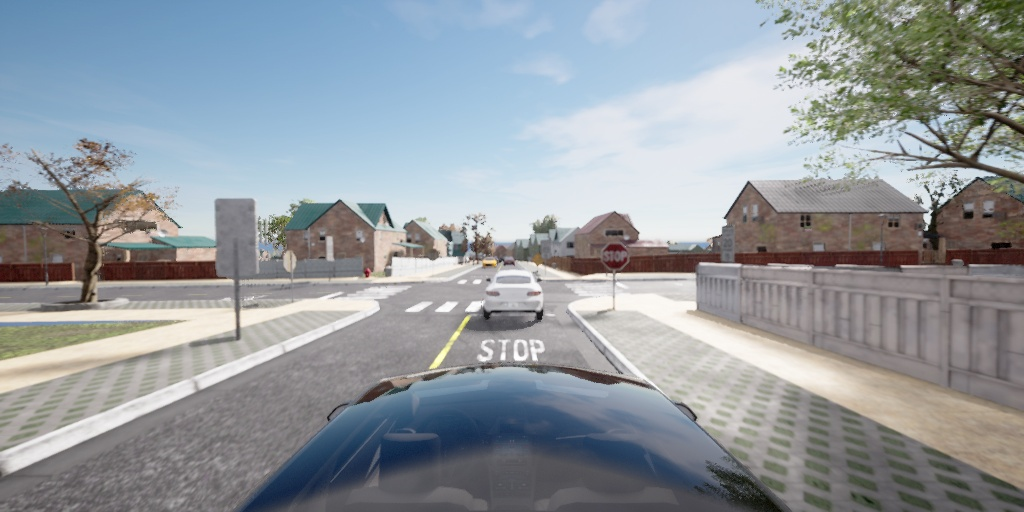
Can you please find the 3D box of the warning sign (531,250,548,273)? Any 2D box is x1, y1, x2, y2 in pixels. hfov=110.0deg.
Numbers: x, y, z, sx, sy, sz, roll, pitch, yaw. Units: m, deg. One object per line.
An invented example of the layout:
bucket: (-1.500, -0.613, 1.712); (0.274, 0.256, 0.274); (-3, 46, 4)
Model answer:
warning sign: (2.409, 0.633, 33.725); (1.300, 1.860, 1.060); (0, 0, -1)

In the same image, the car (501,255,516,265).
car: (-0.441, 0.953, 62.270); (1.812, 1.442, 4.674); (0, 0, 0)

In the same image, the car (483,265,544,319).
car: (0.061, 1.184, 12.239); (1.812, 1.442, 4.674); (0, 0, 1)

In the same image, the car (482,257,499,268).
car: (-3.163, 0.924, 50.689); (1.882, 1.535, 5.008); (0, 0, -1)
